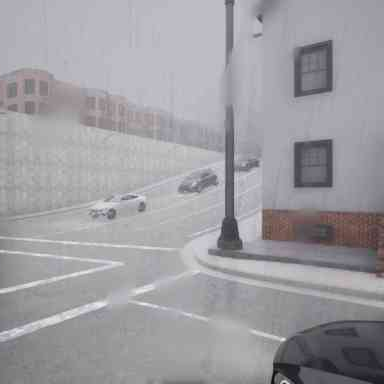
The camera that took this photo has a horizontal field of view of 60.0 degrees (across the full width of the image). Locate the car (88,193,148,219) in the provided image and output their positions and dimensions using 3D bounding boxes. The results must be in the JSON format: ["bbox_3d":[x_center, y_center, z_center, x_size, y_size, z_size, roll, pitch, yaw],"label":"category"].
[{"bbox_3d":[-5.057,0.864,23.298,1.812,1.442,4.674,0,7,35],"label":"car"}]

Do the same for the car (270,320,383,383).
[{"bbox_3d":[2.789,1.526,1.981,4.674,1.442,1.812,0,0,36],"label":"car"}]

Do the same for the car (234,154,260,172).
[{"bbox_3d":[6.242,-3.501,39.339,2.097,1.767,4.553,0,14,35],"label":"car"}]

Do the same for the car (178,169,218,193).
[{"bbox_3d":[0.565,-1.125,31.326,2.097,1.767,4.553,0,13,34],"label":"car"}]
